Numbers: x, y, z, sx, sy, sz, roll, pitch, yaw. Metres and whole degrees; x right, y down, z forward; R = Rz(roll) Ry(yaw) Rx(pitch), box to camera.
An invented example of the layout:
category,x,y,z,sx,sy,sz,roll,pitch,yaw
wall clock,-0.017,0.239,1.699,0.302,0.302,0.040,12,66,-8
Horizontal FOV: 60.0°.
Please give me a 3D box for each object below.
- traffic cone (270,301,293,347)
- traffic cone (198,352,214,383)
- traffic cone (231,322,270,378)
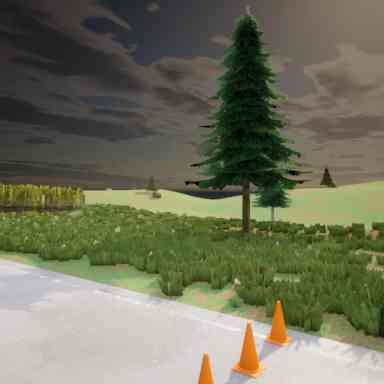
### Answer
category,x,y,z,sx,sy,sz,roll,pitch,yaw
traffic cone,1.314,1.955,5.053,0.340,0.580,0.340,0,0,36
traffic cone,0.145,1.955,3.431,0.340,0.580,0.340,0,0,36
traffic cone,0.729,1.955,4.242,0.340,0.580,0.340,0,0,36
